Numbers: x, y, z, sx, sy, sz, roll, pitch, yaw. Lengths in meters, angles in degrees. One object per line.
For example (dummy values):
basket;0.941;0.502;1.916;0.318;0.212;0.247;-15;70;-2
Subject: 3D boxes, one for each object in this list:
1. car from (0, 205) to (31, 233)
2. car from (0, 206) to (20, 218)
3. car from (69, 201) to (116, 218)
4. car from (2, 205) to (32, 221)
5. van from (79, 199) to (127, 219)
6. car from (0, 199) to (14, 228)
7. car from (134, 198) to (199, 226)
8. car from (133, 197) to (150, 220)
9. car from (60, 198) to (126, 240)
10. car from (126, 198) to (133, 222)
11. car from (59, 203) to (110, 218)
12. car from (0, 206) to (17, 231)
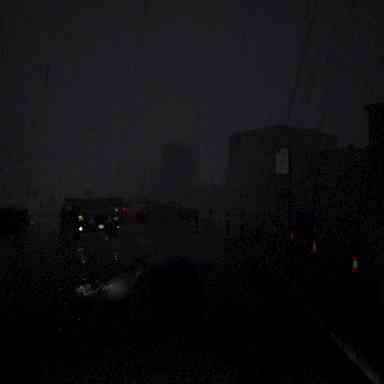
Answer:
car;-12.576;1.447;19.365;5.566;2.045;2.435;0;-1;-38
car;-24.210;2.550;42.004;4.181;1.385;1.994;-2;-2;18
car;-11.095;1.907;37.165;4.553;1.767;2.185;0;-2;-38
car;-18.399;2.127;34.889;1.882;1.535;5.008;0;-2;-38
van;-9.284;1.718;34.731;4.442;1.987;1.878;0;-2;-38
car;-15.977;1.562;23.638;5.566;2.045;2.435;0;-1;-39
car;-1.671;1.537;25.267;4.553;1.767;2.185;0;-1;-39
car;-5.377;1.532;29.929;5.566;2.045;2.435;0;-1;-38
car;-5.792;1.351;18.350;2.150;2.045;5.566;1;-1;-31
car;-7.103;1.482;25.899;2.150;2.045;5.566;0;-1;-38
car;-12.728;2.126;39.586;5.366;1.575;1.946;0;-2;-38
car;-14.252;1.754;21.435;4.892;1.521;2.231;0;-1;-39
